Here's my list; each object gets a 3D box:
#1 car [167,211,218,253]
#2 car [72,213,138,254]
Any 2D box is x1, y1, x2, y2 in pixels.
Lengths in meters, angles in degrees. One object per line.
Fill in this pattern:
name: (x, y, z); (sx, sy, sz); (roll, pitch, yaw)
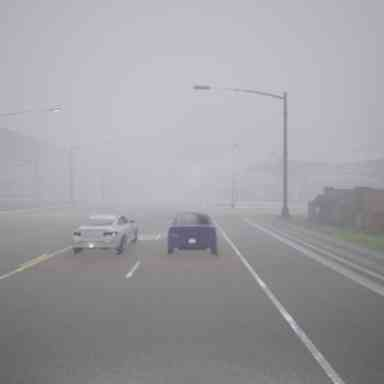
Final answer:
car: (0.031, 1.562, 14.187); (1.882, 1.535, 5.008); (0, 0, 1)
car: (-3.473, 1.610, 13.826); (1.812, 1.442, 4.674); (0, 0, 1)
